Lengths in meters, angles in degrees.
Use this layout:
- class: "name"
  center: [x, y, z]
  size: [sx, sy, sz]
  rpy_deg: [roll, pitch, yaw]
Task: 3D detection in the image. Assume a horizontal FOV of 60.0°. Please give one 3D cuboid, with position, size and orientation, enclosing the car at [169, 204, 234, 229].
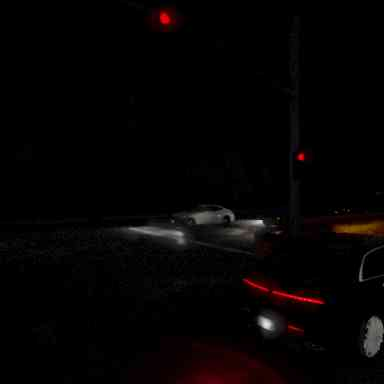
- class: "car"
  center: [0.713, 1.516, 21.689]
  size: [4.674, 1.442, 1.812]
  rpy_deg: [0, 0, -36]

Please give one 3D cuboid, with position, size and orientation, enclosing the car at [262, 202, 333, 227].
- class: "car"
  center: [6.729, 1.465, 21.674]
  size: [5.008, 1.535, 1.882]
  rpy_deg: [0, 0, -35]

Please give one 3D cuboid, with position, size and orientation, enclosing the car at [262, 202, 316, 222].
- class: "car"
  center: [7.848, 1.548, 26.755]
  size: [4.181, 1.385, 1.994]
  rpy_deg: [0, 0, -35]

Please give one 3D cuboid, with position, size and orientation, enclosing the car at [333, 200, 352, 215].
- class: "car"
  center: [15.423, 1.526, 32.081]
  size: [5.357, 1.411, 2.033]
  rpy_deg: [0, 0, -35]

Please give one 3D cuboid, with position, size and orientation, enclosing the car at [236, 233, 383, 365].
- class: "car"
  center: [2.962, 1.501, 5.859]
  size: [4.892, 1.490, 1.837]
  rpy_deg: [0, 0, -35]

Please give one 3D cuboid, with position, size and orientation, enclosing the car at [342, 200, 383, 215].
- class: "car"
  center: [14.744, 1.581, 27.333]
  size: [4.718, 1.301, 1.895]
  rpy_deg: [0, 0, -35]
